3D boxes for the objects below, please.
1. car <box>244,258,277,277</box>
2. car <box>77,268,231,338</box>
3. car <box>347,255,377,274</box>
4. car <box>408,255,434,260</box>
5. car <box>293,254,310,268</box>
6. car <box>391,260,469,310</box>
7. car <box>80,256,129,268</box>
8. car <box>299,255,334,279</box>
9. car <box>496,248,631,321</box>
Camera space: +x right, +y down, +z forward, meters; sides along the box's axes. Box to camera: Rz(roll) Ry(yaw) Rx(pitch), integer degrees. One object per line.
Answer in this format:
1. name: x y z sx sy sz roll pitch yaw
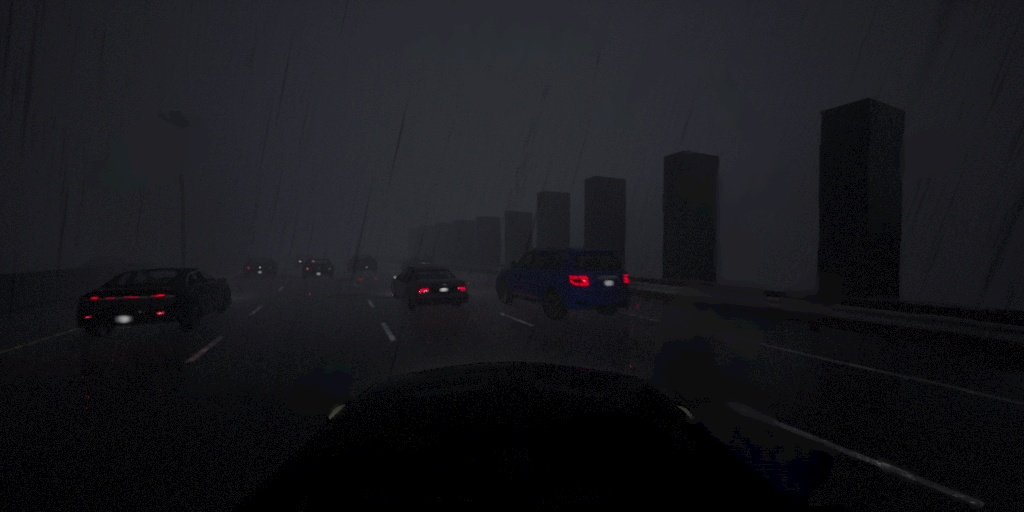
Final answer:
1. car: -18.874 0.807 27.065 1.895 1.301 4.718 -1 1 -32
2. car: -9.248 1.066 9.727 2.128 1.511 4.902 -1 1 -26
3. car: -12.771 0.633 30.449 2.128 1.511 4.902 -1 1 -32
4. car: -7.242 0.687 28.069 2.128 1.511 4.902 -1 1 -30
5. car: -22.120 0.519 38.223 2.033 1.411 5.357 -1 1 -35
6. car: -3.236 1.052 13.387 2.033 1.411 5.357 -1 1 -26
7. car: -33.179 0.710 29.344 1.994 1.385 4.181 -1 1 -35
8. car: -13.899 0.842 25.619 1.895 1.301 4.718 -1 1 -30
9. car: 1.390 0.760 11.894 2.150 2.045 5.566 -1 1 -26
